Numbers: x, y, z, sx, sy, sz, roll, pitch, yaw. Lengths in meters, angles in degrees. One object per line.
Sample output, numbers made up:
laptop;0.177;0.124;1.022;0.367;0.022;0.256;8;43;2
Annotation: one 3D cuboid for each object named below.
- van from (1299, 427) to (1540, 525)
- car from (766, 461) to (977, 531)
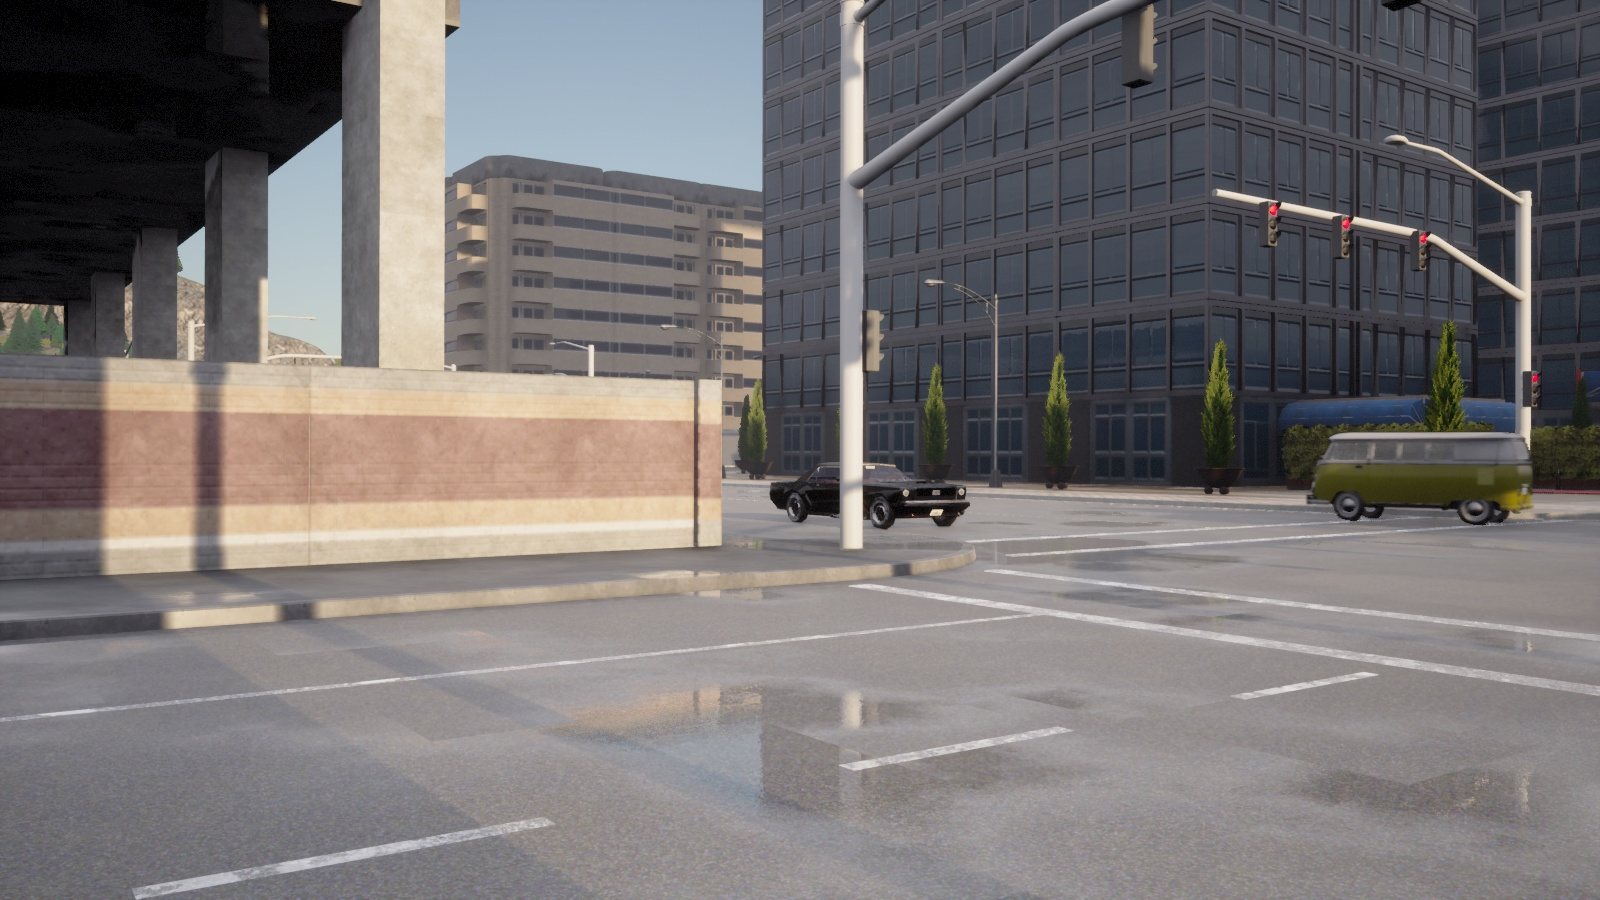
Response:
van;13.594;0.536;27.721;4.442;1.987;1.775;0;0;42
car;1.379;0.907;26.381;1.895;1.301;4.718;0;0;-35
